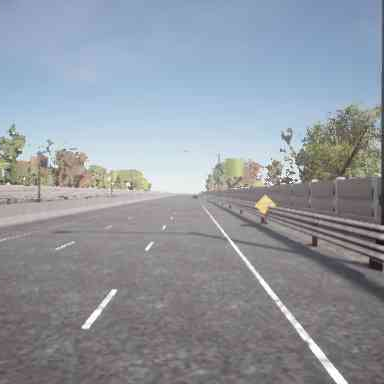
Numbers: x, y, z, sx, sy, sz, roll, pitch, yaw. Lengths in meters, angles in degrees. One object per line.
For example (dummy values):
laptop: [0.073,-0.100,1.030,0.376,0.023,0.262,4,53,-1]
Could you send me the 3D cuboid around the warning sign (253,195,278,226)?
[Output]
warning sign: [4.540,1.104,20.560,1.300,1.860,1.060,-1,-1,0]
